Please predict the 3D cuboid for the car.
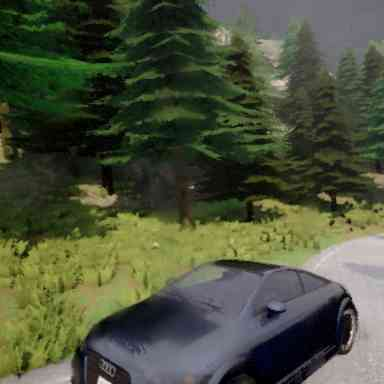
[{"bbox_3d":[0.607,1.675,4.527,4.181,1.385,1.994,1,-2,-44],"label":"car"}]
